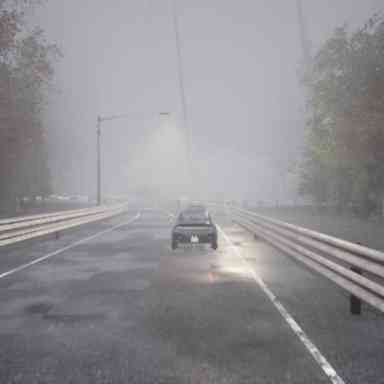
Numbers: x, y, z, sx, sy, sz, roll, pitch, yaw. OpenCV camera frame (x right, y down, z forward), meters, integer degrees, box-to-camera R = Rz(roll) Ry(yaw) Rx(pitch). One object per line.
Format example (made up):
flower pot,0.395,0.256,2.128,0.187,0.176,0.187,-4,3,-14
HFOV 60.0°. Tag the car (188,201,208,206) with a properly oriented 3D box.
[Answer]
car,0.551,1.714,34.220,2.128,1.511,4.902,0,0,5

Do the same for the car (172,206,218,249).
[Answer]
car,0.104,1.604,15.059,2.128,1.511,4.902,0,0,0
